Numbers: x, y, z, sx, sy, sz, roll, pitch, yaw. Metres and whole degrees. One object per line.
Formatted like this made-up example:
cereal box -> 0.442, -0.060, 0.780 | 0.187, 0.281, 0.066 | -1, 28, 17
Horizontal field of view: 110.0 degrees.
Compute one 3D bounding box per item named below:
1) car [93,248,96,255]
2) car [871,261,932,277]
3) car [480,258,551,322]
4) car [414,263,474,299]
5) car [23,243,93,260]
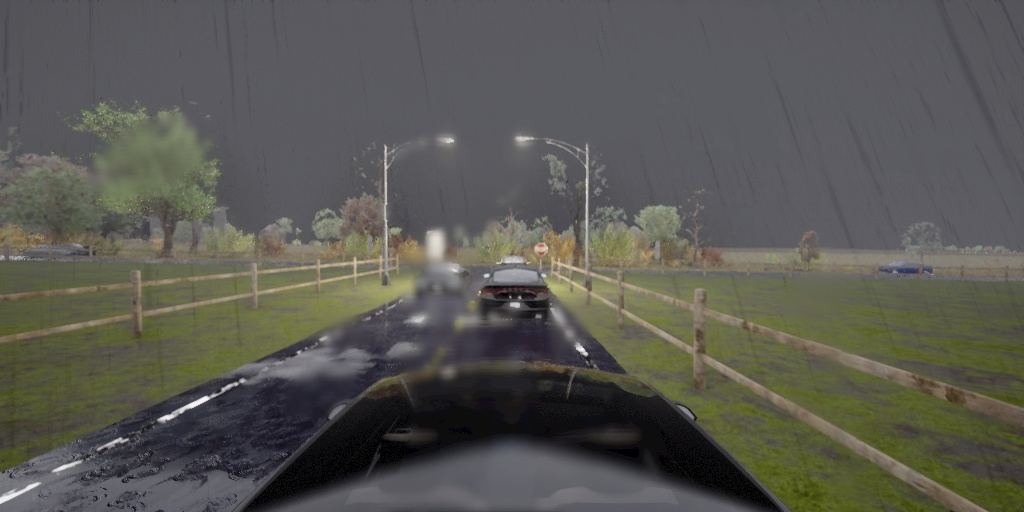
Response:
car -> -46.134, -0.563, 37.037 | 4.892, 1.490, 1.837 | 1, 2, 0
car -> 40.126, 1.265, 36.978 | 5.008, 1.535, 1.882 | 1, 2, 0
car -> 0.108, 1.001, 11.309 | 1.882, 1.535, 5.008 | 0, 1, 0
car -> -2.818, 0.988, 15.538 | 1.994, 1.385, 4.181 | 0, 1, 0
car -> -43.470, -0.343, 34.168 | 4.181, 1.385, 1.994 | 1, 2, 0
